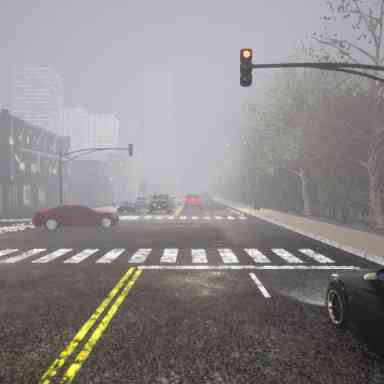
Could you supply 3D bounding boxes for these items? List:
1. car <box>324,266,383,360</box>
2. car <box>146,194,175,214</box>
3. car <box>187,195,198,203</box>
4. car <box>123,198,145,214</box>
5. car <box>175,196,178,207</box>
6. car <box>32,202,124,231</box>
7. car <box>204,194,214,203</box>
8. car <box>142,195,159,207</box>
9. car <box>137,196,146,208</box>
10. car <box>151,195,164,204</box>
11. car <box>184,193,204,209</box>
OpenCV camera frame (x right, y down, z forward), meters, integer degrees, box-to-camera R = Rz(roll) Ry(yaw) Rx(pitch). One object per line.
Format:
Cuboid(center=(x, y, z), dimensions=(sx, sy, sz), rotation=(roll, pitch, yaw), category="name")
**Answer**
Cuboid(center=(3.351, 1.563, 4.272), dimensions=(1.994, 1.385, 4.181), rotation=(0, 0, 0), category="car")
Cuboid(center=(-3.322, 1.210, 36.283), dimensions=(2.150, 2.045, 5.566), rotation=(0, 0, 0), category="car")
Cuboid(center=(0.049, 1.467, 68.300), dimensions=(2.128, 1.511, 4.902), rotation=(0, 0, 0), category="car")
Cuboid(center=(-6.589, 1.590, 35.331), dimensions=(1.895, 1.301, 4.718), rotation=(0, 0, 1), category="car")
Cuboid(center=(-3.314, 1.510, 46.273), dimensions=(1.812, 1.442, 4.674), rotation=(0, 0, 0), category="car")
Cuboid(center=(-7.035, 1.472, 20.391), dimensions=(5.008, 1.535, 1.882), rotation=(1, 0, -21), category="car")
Cuboid(center=(3.384, 1.576, 66.911), dimensions=(1.895, 1.301, 4.718), rotation=(0, 0, 0), category="car")
Cuboid(center=(-6.562, 1.333, 53.131), dimensions=(2.097, 1.767, 4.553), rotation=(0, 0, 0), category="car")
Cuboid(center=(-6.567, 1.337, 44.242), dimensions=(2.097, 1.767, 4.553), rotation=(0, 0, 0), category="car")
Cuboid(center=(-6.522, 1.454, 63.575), dimensions=(1.882, 1.535, 5.008), rotation=(0, 0, 1), category="car")
Cuboid(center=(0.137, 1.206, 44.782), dimensions=(2.150, 2.045, 5.566), rotation=(0, 0, 0), category="car")
